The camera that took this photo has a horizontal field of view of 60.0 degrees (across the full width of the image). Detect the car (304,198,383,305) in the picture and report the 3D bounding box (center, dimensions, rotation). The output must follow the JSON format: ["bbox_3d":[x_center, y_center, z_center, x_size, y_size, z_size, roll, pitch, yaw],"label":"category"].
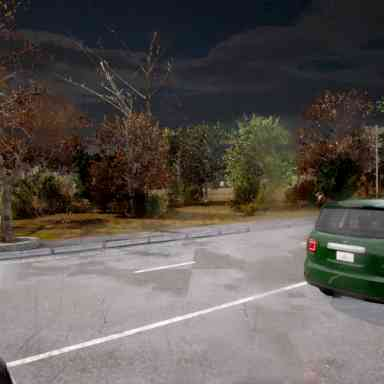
[{"bbox_3d":[4.752,1.135,7.126,5.566,2.045,2.150,-1,1,-35],"label":"car"}]

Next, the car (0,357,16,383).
[{"bbox_3d":[-3.408,1.484,1.318,4.902,1.511,2.128,1,0,-35],"label":"car"}]
